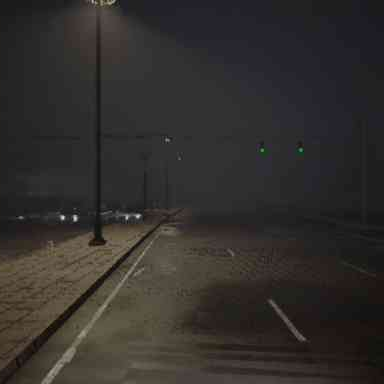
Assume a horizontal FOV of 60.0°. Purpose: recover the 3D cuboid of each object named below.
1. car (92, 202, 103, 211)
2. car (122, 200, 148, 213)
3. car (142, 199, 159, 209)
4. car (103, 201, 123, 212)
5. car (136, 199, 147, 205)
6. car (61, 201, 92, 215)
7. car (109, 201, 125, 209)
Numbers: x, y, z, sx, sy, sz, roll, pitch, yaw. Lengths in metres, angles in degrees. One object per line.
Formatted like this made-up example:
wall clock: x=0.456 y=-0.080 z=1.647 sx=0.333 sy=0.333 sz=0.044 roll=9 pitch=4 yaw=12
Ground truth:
car: x=-14.627 y=2.223 z=51.109 sx=1.812 sy=1.442 sz=4.674 roll=0 pitch=-1 yaw=2
car: x=-7.841 y=2.224 z=46.178 sx=1.895 sy=1.301 sz=4.718 roll=0 pitch=-1 yaw=2
car: x=-7.349 y=2.179 z=61.629 sx=2.097 sy=1.767 sz=4.553 roll=0 pitch=-1 yaw=2
car: x=-11.237 y=2.175 z=49.247 sx=1.837 sy=1.490 sz=4.892 roll=0 pitch=-1 yaw=2
car: x=-13.613 y=2.730 z=89.633 sx=2.128 sy=1.511 sz=4.902 roll=0 pitch=-1 yaw=1
car: x=-14.945 y=1.936 z=42.426 sx=2.097 sy=1.767 sz=4.553 roll=0 pitch=-1 yaw=2
car: x=-14.275 y=2.463 z=63.602 sx=1.895 sy=1.301 sz=4.718 roll=0 pitch=-1 yaw=2
